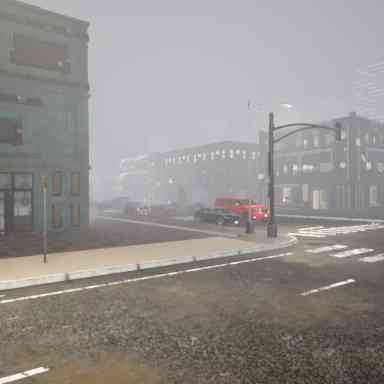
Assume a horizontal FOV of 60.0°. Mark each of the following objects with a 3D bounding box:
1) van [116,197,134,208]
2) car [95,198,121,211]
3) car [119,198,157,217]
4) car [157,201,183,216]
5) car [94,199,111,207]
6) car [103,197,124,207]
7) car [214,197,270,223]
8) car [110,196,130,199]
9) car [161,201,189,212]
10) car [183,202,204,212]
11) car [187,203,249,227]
[{"bbox_3d":[-12.047,1.906,59.700,1.690,1.788,3.998,-1,0,-35],"label":"van"},{"bbox_3d":[-13.124,2.120,51.346,1.994,1.385,4.181,-1,0,-35],"label":"car"},{"bbox_3d":[-6.055,1.846,36.795,1.967,1.590,4.097,-1,0,-35],"label":"car"},{"bbox_3d":[-3.445,1.971,37.615,1.895,1.301,4.718,-1,0,-35],"label":"car"},{"bbox_3d":[-18.452,2.227,68.726,1.887,1.381,4.507,-1,0,-35],"label":"car"},{"bbox_3d":[-15.252,1.939,64.213,2.192,1.841,5.009,-1,0,-35],"label":"car"},{"bbox_3d":[3.939,1.445,27.207,2.150,2.045,5.566,-1,0,-35],"label":"car"},{"bbox_3d":[-12.082,1.774,55.293,2.150,2.045,5.566,-1,0,-35],"label":"car"},{"bbox_3d":[-2.425,1.965,46.162,1.802,1.307,4.206,-2,0,-35],"label":"car"},{"bbox_3d":[0.779,1.903,41.650,1.802,1.307,4.206,-2,0,-35],"label":"car"},{"bbox_3d":[1.884,1.814,25.412,1.947,1.339,4.313,-1,0,-35],"label":"car"}]
